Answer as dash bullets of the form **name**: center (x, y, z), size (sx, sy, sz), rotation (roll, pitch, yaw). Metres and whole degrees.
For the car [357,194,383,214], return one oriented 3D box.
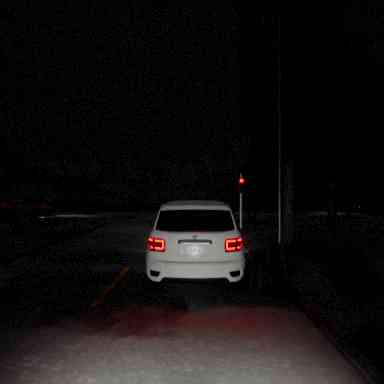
- **car**: center (20.223, 1.221, 34.627), size (5.566, 2.045, 2.150), rotation (0, 0, 0)

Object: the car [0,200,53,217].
- **car**: center (-15.513, 1.478, 30.772), size (5.008, 1.535, 1.882), rotation (0, 0, 1)

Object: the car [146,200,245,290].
- **car**: center (0.103, 1.221, 9.207), size (2.150, 2.045, 5.566), rotation (0, 0, 1)
